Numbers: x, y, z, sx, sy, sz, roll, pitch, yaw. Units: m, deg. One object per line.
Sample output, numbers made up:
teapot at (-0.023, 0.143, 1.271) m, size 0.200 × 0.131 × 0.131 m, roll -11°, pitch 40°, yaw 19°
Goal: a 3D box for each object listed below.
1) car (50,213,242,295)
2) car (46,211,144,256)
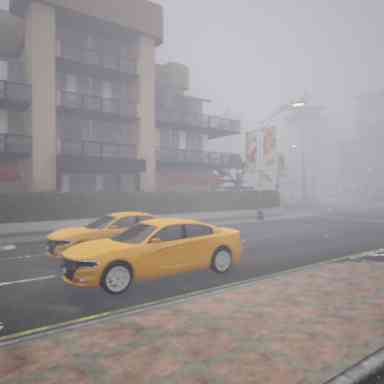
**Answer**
car at (-0.863, 1.471, 8.965) m, size 5.008 × 1.535 × 1.882 m, roll 0°, pitch 0°, yaw -36°
car at (-2.571, 1.478, 12.055) m, size 5.008 × 1.535 × 1.882 m, roll 0°, pitch 0°, yaw -36°
